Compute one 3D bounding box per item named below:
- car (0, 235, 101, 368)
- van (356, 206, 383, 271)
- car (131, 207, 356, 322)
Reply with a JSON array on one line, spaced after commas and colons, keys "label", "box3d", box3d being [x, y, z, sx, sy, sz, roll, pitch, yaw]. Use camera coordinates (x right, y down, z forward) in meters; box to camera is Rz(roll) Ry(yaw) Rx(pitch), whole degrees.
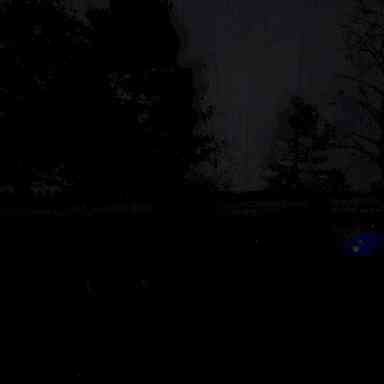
[{"label": "car", "box3d": [-3.376, 1.440, 4.150, 4.097, 1.590, 1.967, 0, 0, -35]}, {"label": "van", "box3d": [5.793, 1.350, 10.689, 3.998, 1.788, 1.690, 0, 0, -35]}, {"label": "car", "box3d": [1.208, 1.320, 7.420, 5.009, 1.841, 2.192, 0, 0, -35]}]
